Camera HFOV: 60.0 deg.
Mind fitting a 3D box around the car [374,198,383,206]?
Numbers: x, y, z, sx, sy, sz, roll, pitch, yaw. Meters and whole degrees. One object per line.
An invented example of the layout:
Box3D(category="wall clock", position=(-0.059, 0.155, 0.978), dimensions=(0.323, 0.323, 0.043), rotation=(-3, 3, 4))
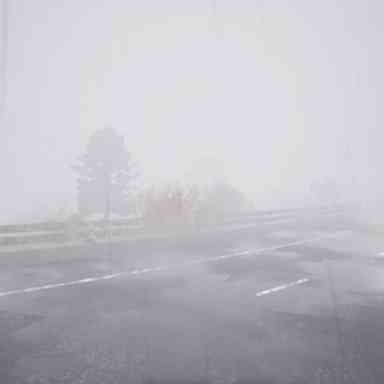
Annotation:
Box3D(category="car", position=(34.164, 1.750, 59.916), dimensions=(2.128, 1.511, 4.902), rotation=(0, 0, 18))
